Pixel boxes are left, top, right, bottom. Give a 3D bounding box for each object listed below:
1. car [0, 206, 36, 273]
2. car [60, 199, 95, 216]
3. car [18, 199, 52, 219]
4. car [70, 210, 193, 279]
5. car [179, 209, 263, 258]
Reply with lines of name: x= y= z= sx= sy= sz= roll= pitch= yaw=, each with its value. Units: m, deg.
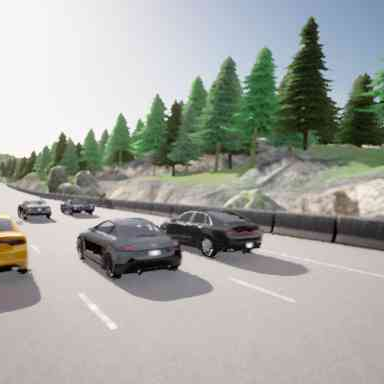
car: x=-5.976 y=1.355 z=9.595 sx=1.882 sy=1.535 sz=5.008 roll=0 pitch=1 yaw=-33
car: x=-9.894 y=1.284 z=28.442 sx=1.895 sy=1.301 sz=4.718 roll=0 pitch=1 yaw=-33
car: x=-11.969 y=1.249 z=25.214 sx=2.033 sy=1.411 sz=5.357 roll=0 pitch=1 yaw=-33
car: x=-2.013 y=1.460 z=9.923 sx=1.994 sy=1.385 sz=4.181 roll=0 pitch=1 yaw=-33
car: x=0.495 y=1.391 z=12.485 sx=1.837 sy=1.490 sz=4.892 roll=0 pitch=1 yaw=-33
